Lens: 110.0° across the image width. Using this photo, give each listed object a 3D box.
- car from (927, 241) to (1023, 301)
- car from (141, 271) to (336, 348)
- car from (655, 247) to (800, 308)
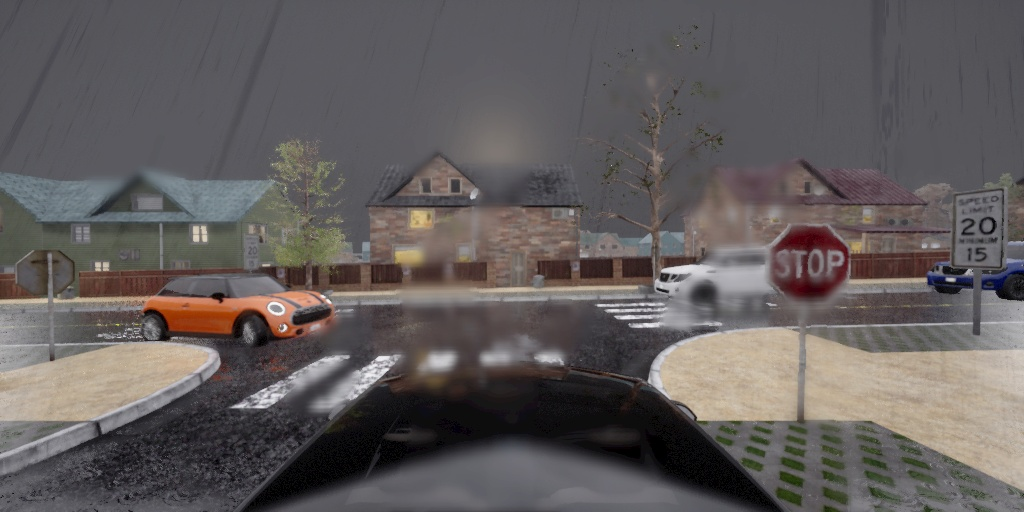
[{"bbox_3d":[18.930,0.453,13.195,5.566,2.045,2.150,-1,1,0],"label":"car"},{"bbox_3d":[-7.098,1.246,9.475,4.553,1.767,2.097,-1,1,13],"label":"car"},{"bbox_3d":[8.257,0.704,13.213,5.566,2.045,2.150,-1,1,0],"label":"car"}]
